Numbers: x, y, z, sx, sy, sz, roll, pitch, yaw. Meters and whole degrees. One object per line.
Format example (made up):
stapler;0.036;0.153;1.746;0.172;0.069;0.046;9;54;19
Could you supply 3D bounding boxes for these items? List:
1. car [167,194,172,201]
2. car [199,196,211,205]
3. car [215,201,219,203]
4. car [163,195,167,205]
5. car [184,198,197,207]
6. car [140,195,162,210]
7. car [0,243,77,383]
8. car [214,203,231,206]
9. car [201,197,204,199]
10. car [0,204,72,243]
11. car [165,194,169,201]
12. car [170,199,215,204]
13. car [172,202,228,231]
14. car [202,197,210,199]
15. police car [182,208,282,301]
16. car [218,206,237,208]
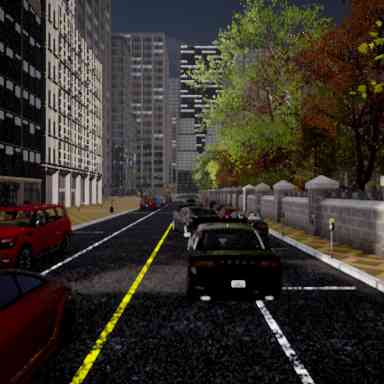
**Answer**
car;-5.625;1.430;77.112;2.192;1.841;5.009;0;0;0
car;2.330;1.535;60.452;1.967;1.590;4.097;0;0;0
car;2.480;1.613;27.153;1.947;1.339;4.313;0;0;0
car;-5.670;1.670;54.948;1.802;1.307;4.206;0;0;0
car;-0.200;1.633;53.394;2.033;1.411;5.357;0;0;0
car;-5.620;1.388;43.867;2.192;1.841;5.009;0;0;0
car;-2.758;1.571;3.438;1.994;1.385;4.181;0;0;0
car;2.505;1.620;21.603;1.802;1.307;4.206;0;0;0
car;2.381;1.663;49.352;1.802;1.307;4.206;0;0;0
car;-5.472;1.335;10.618;2.192;1.841;5.009;0;0;0
car;-5.694;1.620;60.319;1.752;1.417;4.829;0;0;0
car;0.086;1.548;24.744;1.837;1.490;4.892;0;0;17
car;0.179;1.537;18.151;1.837;1.490;4.892;0;0;-15
car;2.430;1.631;38.253;1.947;1.339;4.313;0;0;0
police car;0.821;1.441;8.528;1.930;1.638;5.238;0;0;0
car;2.530;1.580;16.054;2.008;1.369;4.403;0;0;0
